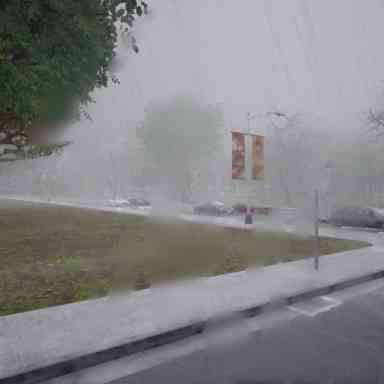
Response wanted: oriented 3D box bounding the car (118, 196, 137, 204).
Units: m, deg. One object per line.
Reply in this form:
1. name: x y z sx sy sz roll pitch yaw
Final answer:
1. car: -12.288 1.486 63.041 1.812 1.442 4.674 0 0 -35

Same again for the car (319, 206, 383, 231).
1. car: 10.314 1.543 19.785 2.033 1.411 5.357 0 0 -35

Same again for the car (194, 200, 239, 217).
1. car: 1.973 1.507 31.490 1.812 1.442 4.674 0 0 -35

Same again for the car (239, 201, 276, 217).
1. car: 5.693 1.579 31.868 1.895 1.301 4.718 0 0 -35

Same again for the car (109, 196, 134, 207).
1. car: -10.932 1.497 49.725 1.812 1.442 4.674 0 0 -35

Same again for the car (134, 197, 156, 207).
1. car: -8.190 1.515 51.473 2.033 1.411 5.357 0 0 -35

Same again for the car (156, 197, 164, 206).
1. car: -6.296 1.489 54.628 1.812 1.442 4.674 0 0 -36
